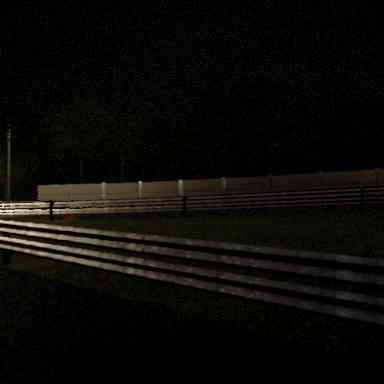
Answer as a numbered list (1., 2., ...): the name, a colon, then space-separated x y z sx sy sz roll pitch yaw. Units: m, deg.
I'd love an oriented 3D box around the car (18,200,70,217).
1. car: -13.957 1.545 31.322 4.892 1.490 1.837 -2 -1 15
